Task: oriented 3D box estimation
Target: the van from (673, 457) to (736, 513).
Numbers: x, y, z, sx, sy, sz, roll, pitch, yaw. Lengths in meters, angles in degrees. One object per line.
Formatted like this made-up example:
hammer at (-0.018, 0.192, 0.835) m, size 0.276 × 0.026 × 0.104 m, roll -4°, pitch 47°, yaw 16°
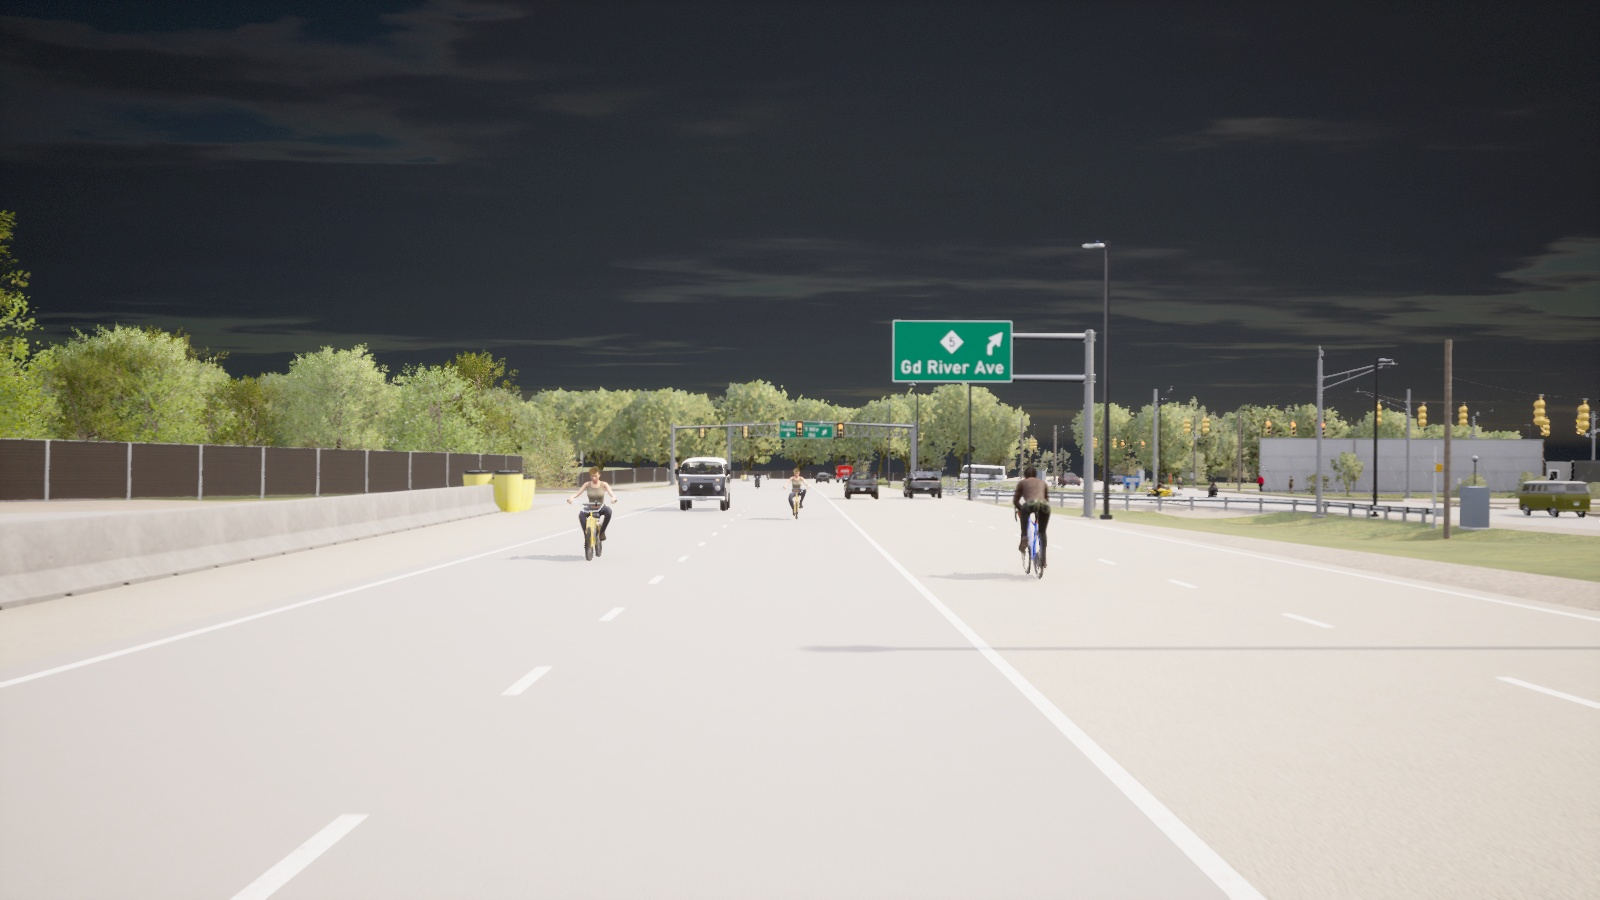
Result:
van at (-3.613, 1.314, 48.127) m, size 2.069 × 2.038 × 4.480 m, roll 0°, pitch -1°, yaw 0°

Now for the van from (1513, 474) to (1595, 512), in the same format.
van at (41.497, 2.349, 69.229) m, size 1.775 × 1.987 × 4.442 m, roll 0°, pitch -1°, yaw 0°

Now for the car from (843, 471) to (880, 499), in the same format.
car at (3.340, 1.895, 68.677) m, size 1.816 × 1.474 × 4.193 m, roll 0°, pitch -1°, yaw 0°

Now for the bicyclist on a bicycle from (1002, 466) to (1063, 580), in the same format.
bicyclist on a bicycle at (3.456, 1.055, 18.751) m, size 0.582 × 1.620 × 1.656 m, roll 0°, pitch -1°, yaw 0°

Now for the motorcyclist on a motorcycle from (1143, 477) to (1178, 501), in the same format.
motorcyclist on a motorcycle at (24.193, 2.588, 84.206) m, size 2.044 × 1.523 × 0.797 m, roll -2°, pitch 0°, yaw -3°

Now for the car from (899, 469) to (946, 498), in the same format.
car at (6.836, 1.850, 70.358) m, size 2.128 × 1.511 × 4.902 m, roll 0°, pitch -1°, yaw 0°

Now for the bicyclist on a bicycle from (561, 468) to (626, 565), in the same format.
bicyclist on a bicycle at (-3.550, 1.115, 21.684) m, size 0.866 × 1.612 × 1.509 m, roll 0°, pitch -1°, yaw 0°
